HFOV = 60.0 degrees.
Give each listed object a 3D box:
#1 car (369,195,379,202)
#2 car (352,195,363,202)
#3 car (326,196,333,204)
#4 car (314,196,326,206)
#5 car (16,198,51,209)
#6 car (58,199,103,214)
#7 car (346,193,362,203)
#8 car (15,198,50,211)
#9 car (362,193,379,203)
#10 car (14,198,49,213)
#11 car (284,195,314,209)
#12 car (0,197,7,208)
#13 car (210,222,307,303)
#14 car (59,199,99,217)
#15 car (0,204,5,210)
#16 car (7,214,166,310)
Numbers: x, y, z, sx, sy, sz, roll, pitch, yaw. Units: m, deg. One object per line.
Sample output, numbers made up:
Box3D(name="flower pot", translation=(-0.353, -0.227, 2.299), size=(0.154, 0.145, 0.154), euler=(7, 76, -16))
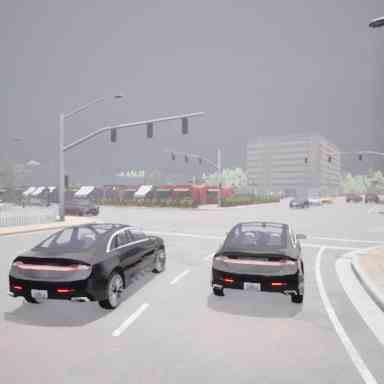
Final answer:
Box3D(name="car", translation=(42.386, 1.514, 77.296), size=(1.812, 1.442, 4.674), euler=(0, 0, 32))
Box3D(name="car", translation=(39.622, 1.530, 79.484), size=(2.033, 1.411, 5.357), euler=(0, 0, 32))
Box3D(name="car", translation=(25.619, 1.470, 63.411), size=(1.882, 1.535, 5.008), euler=(0, 0, 32))
Box3D(name="car", translation=(20.262, 1.519, 54.823), size=(1.812, 1.442, 4.674), euler=(0, 0, 32))
Box3D(name="car", translation=(-23.128, 1.597, 48.502), size=(5.357, 1.411, 2.033), euler=(0, 0, 32))
Box3D(name="car", translation=(-12.602, 1.542, 37.563), size=(4.902, 1.511, 2.128), euler=(0, 0, 32))
Box3D(name="car", translation=(34.053, 1.216, 70.425), size=(2.150, 2.045, 5.566), euler=(0, 0, 32))
Box3D(name="car", translation=(-20.408, 1.576, 42.446), size=(4.674, 1.442, 1.812), euler=(0, 0, 32))
Box3D(name="car", translation=(36.842, 1.217, 68.278), size=(2.150, 2.045, 5.566), euler=(0, 0, 32))
Box3D(name="car", translation=(-18.155, 1.615, 36.906), size=(4.181, 1.385, 1.994), euler=(0, 0, 32))
Box3D(name="car", translation=(14.910, 1.486, 46.139), size=(2.128, 1.511, 4.902), euler=(0, 0, 32))
Box3D(name="car", translation=(-28.957, 1.528, 47.794), size=(5.008, 1.535, 1.882), euler=(0, 0, 32))
Box3D(name="car", translation=(1.773, 1.491, 8.317), size=(2.128, 1.511, 4.902), euler=(0, 0, 17))
Box3D(name="car", translation=(-11.037, 1.616, 32.438), size=(4.181, 1.385, 1.994), euler=(0, 0, 32))
Box3D(name="car", translation=(-25.948, 1.273, 41.776), size=(5.566, 2.045, 2.150), euler=(0, 0, 32))
Box3D(name="car", translation=(-2.045, 1.491, 7.936), size=(2.128, 1.511, 4.902), euler=(0, 0, 12))
